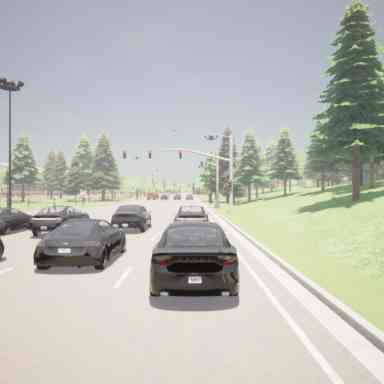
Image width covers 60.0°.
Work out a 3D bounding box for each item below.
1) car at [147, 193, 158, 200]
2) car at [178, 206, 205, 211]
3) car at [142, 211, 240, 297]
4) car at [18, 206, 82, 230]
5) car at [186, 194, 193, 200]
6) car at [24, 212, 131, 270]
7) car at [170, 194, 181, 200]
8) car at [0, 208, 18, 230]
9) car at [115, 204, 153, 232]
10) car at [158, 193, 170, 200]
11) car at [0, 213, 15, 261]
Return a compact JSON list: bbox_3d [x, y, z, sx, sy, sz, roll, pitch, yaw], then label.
[{"bbox_3d":[-11.161,1.212,92.021,2.150,2.045,5.566,0,0,0],"label":"car"},{"bbox_3d":[-0.031,1.491,18.133,2.128,1.511,4.902,0,0,0],"label":"car"},{"bbox_3d":[0.041,1.477,8.640,1.882,1.535,5.008,0,0,0],"label":"car"},{"bbox_3d":[-7.031,1.490,18.172,2.128,1.511,4.902,0,0,0],"label":"car"},{"bbox_3d":[-0.665,1.540,92.483,1.994,1.385,4.181,0,0,0],"label":"car"},{"bbox_3d":[-3.479,1.563,11.044,1.994,1.385,4.181,0,0,0],"label":"car"},{"bbox_3d":[-4.161,1.512,92.041,2.128,1.511,4.902,0,0,0],"label":"car"},{"bbox_3d":[-10.534,1.563,18.648,1.994,1.385,4.181,0,0,0],"label":"car"},{"bbox_3d":[-3.541,1.504,19.909,1.837,1.490,4.892,0,0,0],"label":"car"},{"bbox_3d":[-7.661,1.486,92.016,1.837,1.490,4.892,0,0,0],"label":"car"},{"bbox_3d":[-6.973,1.525,8.906,1.812,1.442,4.674,0,0,-1],"label":"car"}]
